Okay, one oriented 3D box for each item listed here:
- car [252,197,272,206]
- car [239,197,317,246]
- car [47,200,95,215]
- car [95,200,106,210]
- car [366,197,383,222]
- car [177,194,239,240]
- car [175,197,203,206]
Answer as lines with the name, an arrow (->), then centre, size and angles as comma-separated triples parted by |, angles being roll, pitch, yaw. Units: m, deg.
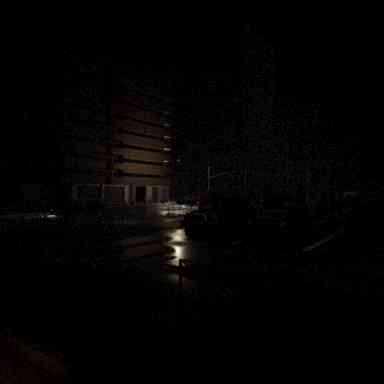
car -> 12.011, 1.526, 56.805 | 1.812, 1.442, 4.674 | 0, 0, 34
car -> 3.839, 1.156, 14.386 | 1.905, 1.878, 3.866 | 0, 0, 34
car -> -12.311, 1.564, 33.470 | 1.994, 1.385, 4.181 | 0, 0, 34
car -> -12.560, 1.601, 39.379 | 1.895, 1.301, 4.718 | 0, 0, 34
car -> 15.862, 1.395, 27.342 | 1.970, 1.475, 3.806 | 0, 0, 34
car -> 1.471, 1.153, 16.052 | 1.932, 1.855, 4.605 | 0, 0, 34
car -> -0.425, 1.547, 57.293 | 2.033, 1.411, 5.357 | 0, 0, 34
